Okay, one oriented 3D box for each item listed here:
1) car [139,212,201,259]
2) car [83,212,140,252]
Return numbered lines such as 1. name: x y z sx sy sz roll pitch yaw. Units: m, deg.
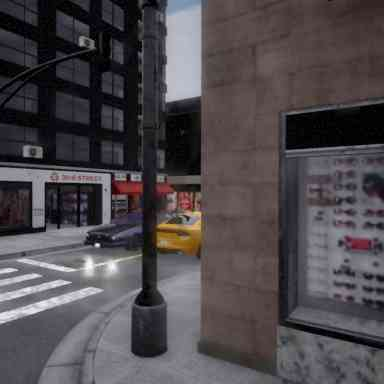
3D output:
1. car: 0.461 1.501 12.875 1.882 1.535 5.008 0 0 33
2. car: -1.985 1.562 14.343 2.033 1.411 5.357 0 0 33
